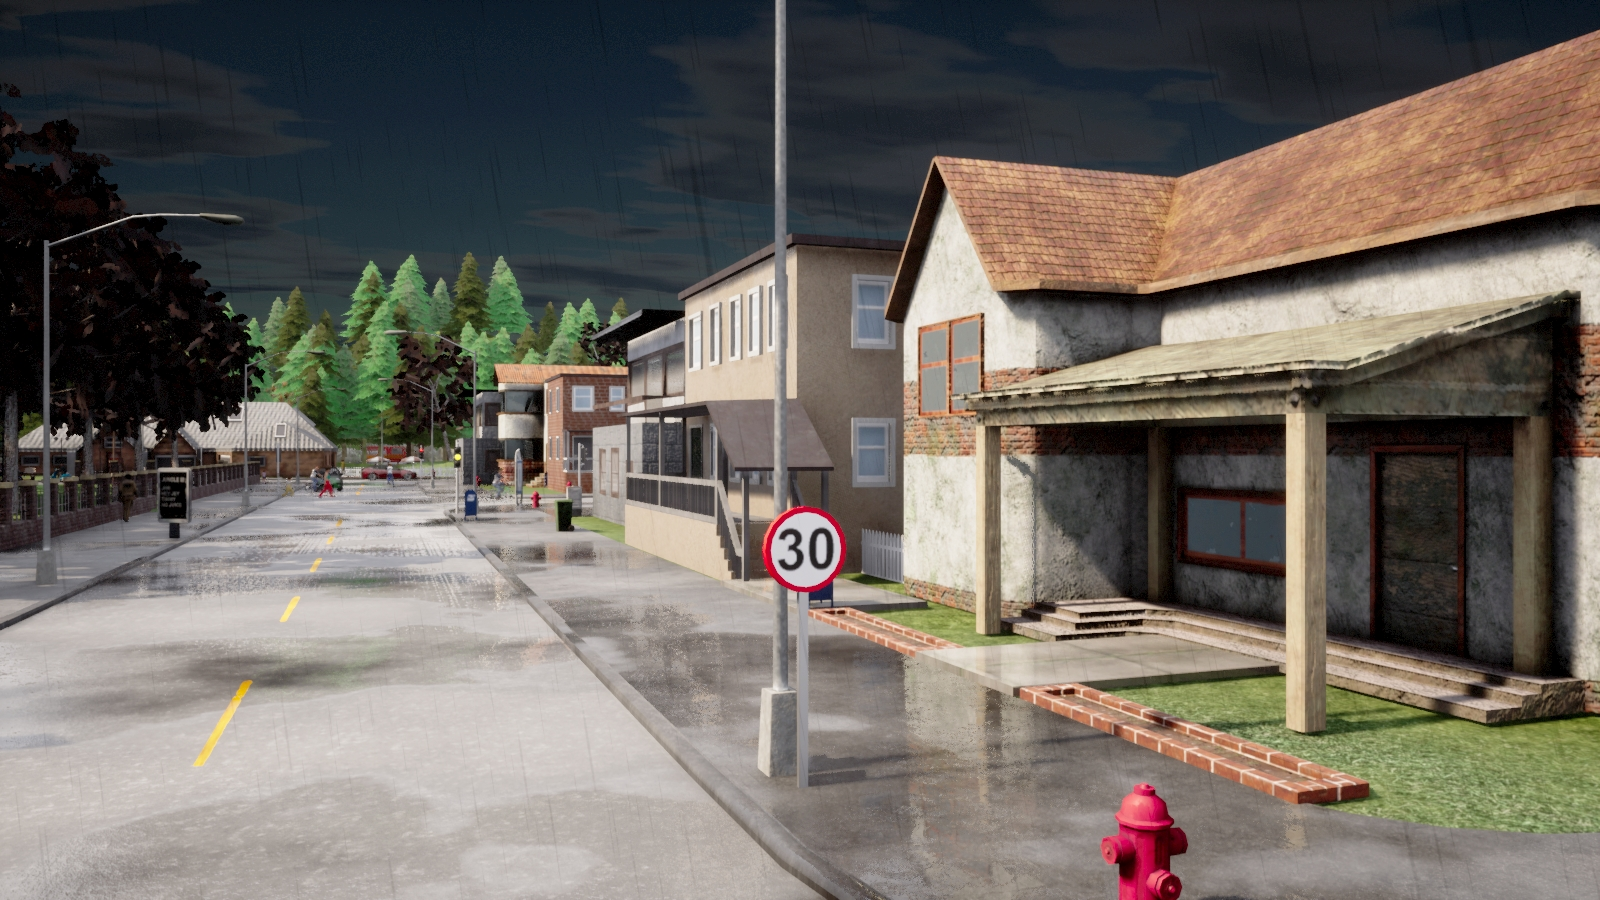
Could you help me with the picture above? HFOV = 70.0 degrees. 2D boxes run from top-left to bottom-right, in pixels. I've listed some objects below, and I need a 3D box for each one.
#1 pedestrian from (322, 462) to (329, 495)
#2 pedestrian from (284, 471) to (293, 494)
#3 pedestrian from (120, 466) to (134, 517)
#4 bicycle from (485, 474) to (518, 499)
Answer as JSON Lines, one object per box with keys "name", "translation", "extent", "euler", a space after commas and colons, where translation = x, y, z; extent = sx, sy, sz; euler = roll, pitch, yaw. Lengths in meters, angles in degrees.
{"name": "pedestrian", "translation": [-27.030, 1.628, 65.080], "extent": [0.375, 1.860, 0.375], "euler": [0, 0, -23]}
{"name": "pedestrian", "translation": [-30.009, 1.908, 66.997], "extent": [0.375, 1.300, 0.375], "euler": [0, 0, 2]}
{"name": "pedestrian", "translation": [-24.858, 1.525, 42.187], "extent": [0.375, 1.860, 0.375], "euler": [0, 0, -20]}
{"name": "bicycle", "translation": [-15.792, 1.936, 60.518], "extent": [1.643, 1.296, 0.373], "euler": [0, -2, -3]}
